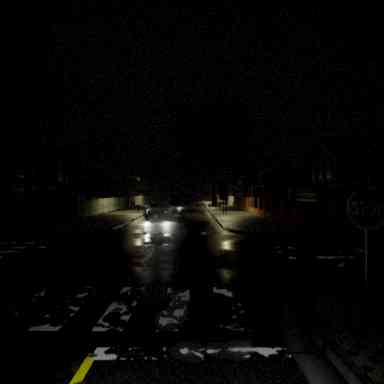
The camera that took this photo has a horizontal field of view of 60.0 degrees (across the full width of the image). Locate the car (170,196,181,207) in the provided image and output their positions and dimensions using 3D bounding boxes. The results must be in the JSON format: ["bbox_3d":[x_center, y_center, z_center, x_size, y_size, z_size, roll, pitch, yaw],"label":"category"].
[{"bbox_3d":[-2.698,1.404,52.208,1.882,1.535,5.008,0,0,0],"label":"car"}]

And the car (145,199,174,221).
[{"bbox_3d":[-2.722,1.534,27.343,1.812,1.442,4.674,0,0,0],"label":"car"}]
